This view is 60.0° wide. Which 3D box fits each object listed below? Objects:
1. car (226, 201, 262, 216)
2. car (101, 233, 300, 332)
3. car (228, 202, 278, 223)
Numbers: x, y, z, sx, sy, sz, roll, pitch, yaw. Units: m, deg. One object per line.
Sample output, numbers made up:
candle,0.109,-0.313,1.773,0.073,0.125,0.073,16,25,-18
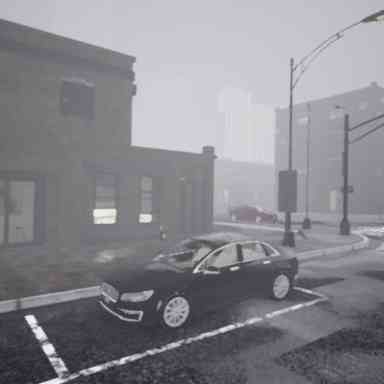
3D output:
car,6.164,1.913,39.988,1.967,1.590,4.097,1,-1,-35
car,0.373,1.574,6.810,4.403,1.369,2.008,0,1,-35
car,4.877,1.721,26.760,1.887,1.381,4.507,1,-1,-35
